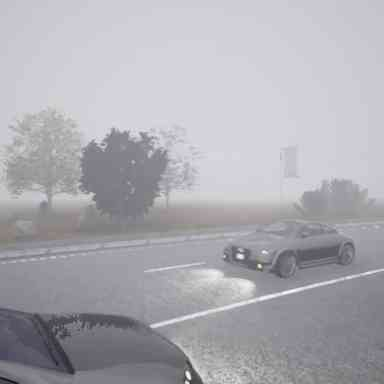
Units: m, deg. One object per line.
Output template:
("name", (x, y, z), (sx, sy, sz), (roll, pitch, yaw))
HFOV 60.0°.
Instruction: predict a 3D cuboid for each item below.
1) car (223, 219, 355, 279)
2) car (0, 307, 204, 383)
("car", (2.985, 1.545, 10.019), (4.181, 1.385, 1.994), (0, 0, -32))
("car", (-1.903, 1.557, 2.301), (4.181, 1.385, 1.994), (0, 0, -35))
